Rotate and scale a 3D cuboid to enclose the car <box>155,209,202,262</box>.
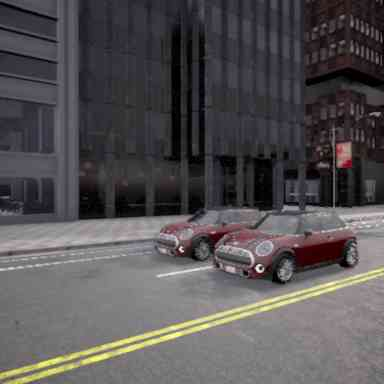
[{"bbox_3d":[0.890,1.354,12.303,4.553,1.767,2.097,0,0,-35],"label":"car"}]

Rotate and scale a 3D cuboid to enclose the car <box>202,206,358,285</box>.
[{"bbox_3d":[2.798,1.354,9.671,4.553,1.767,2.097,0,0,-35],"label":"car"}]
